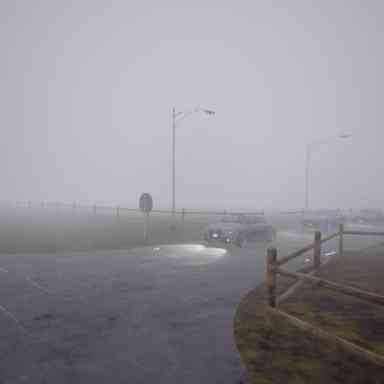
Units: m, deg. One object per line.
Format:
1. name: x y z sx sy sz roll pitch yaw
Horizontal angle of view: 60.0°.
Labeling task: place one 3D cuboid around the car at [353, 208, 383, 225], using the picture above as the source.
1. car: 16.981 2.294 31.797 2.033 1.411 5.357 1 -1 44

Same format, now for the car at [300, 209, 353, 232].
1. car: 9.634 1.970 24.086 1.882 1.535 5.008 1 0 43

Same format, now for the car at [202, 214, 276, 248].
1. car: 2.428 1.829 16.500 1.994 1.385 4.181 1 0 44
